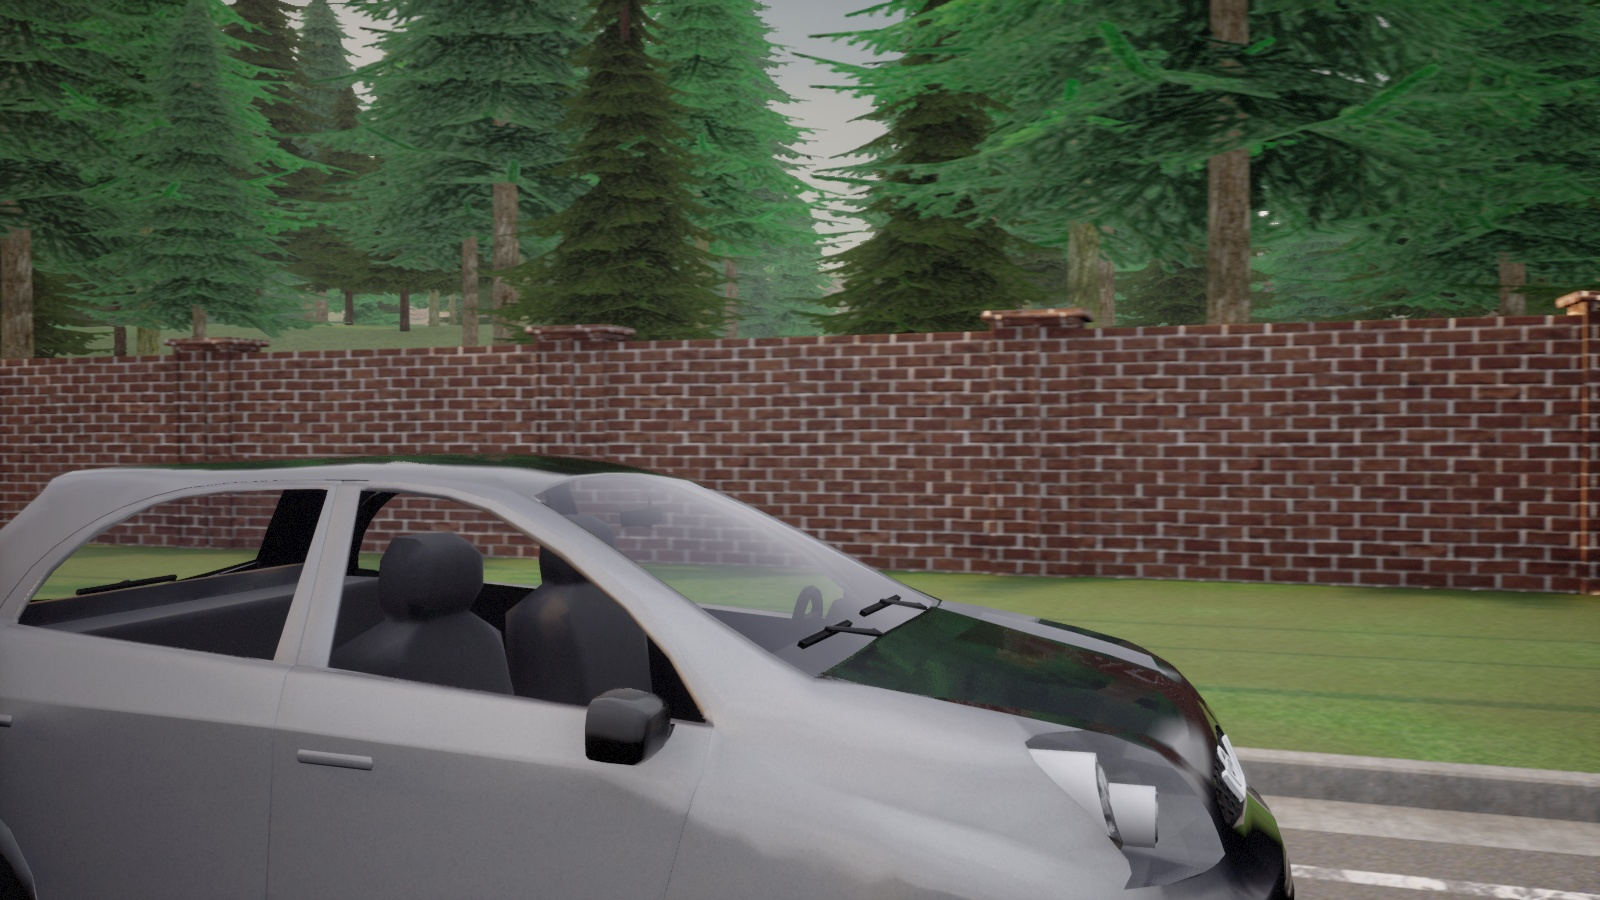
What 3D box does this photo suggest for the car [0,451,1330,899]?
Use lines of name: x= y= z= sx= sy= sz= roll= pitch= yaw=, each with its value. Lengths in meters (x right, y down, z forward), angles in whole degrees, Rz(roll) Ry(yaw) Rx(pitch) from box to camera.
car: x=-0.614 y=0.784 z=3.400 sx=3.633 sy=1.501 sz=1.845 roll=1 pitch=1 yaw=19
